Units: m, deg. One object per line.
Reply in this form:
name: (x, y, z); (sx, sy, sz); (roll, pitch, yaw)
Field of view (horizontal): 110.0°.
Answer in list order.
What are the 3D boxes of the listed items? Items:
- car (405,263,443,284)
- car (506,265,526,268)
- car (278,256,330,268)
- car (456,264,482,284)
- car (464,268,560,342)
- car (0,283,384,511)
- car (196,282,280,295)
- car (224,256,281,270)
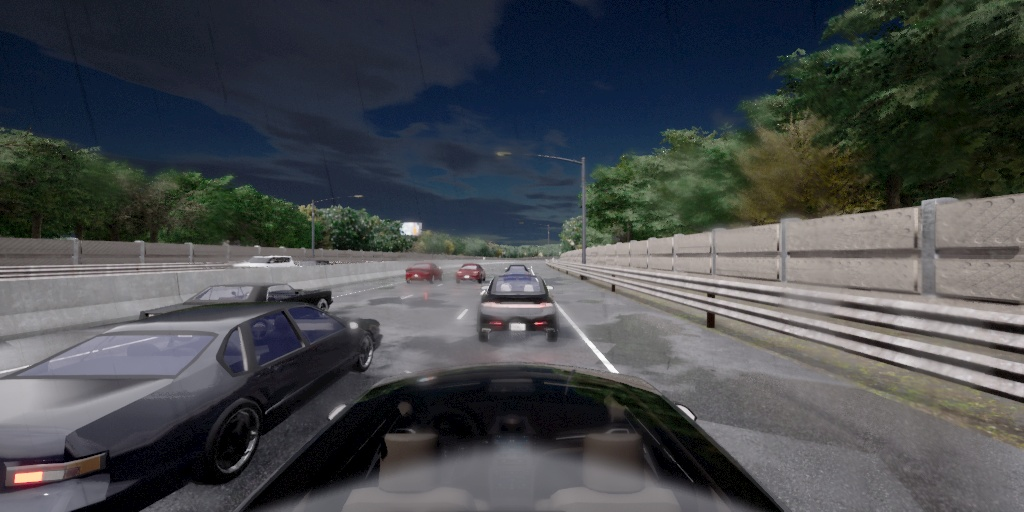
car: (-6.584, 1.245, 27.382); (1.882, 1.535, 5.008); (0, 0, 1)
car: (0.405, 1.334, 26.762); (1.994, 1.385, 4.181); (0, 0, 1)
car: (-17.206, 1.119, 30.619); (2.097, 1.767, 4.553); (0, 0, 2)
car: (-3.092, 1.295, 27.374); (1.812, 1.442, 4.674); (0, 0, 1)
car: (0.147, 1.244, 9.749); (2.128, 1.511, 4.902); (0, 0, 0)
car: (-3.375, 1.297, 4.545); (2.033, 1.411, 5.357); (0, 0, -1)
car: (-6.856, 1.352, 9.763); (1.895, 1.301, 4.718); (0, 0, 0)
car: (-20.723, 0.986, 30.224); (2.150, 2.045, 5.566); (0, 0, 1)
